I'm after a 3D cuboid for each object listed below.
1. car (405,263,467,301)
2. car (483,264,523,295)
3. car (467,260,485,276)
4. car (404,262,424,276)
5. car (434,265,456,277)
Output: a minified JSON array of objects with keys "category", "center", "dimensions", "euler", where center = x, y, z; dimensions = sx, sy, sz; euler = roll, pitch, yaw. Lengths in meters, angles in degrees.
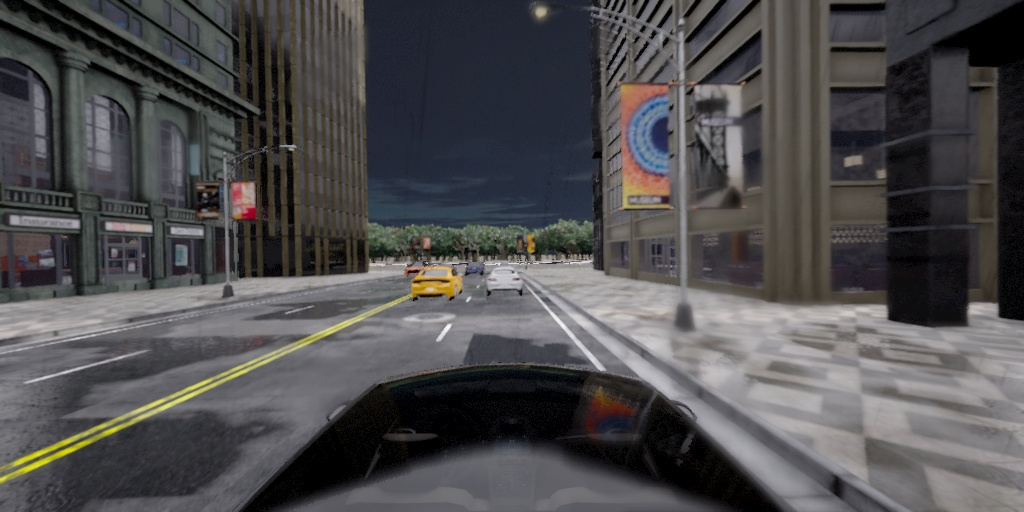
[{"category":"car","center":[-3.602,1.290,17.937],"dimensions":[1.882,1.535,5.008],"euler":[-1,0,-2]},{"category":"car","center":[-0.422,1.288,19.744],"dimensions":[1.812,1.442,4.674],"euler":[-1,0,-2]},{"category":"car","center":[-4.434,1.425,43.527],"dimensions":[2.097,1.767,4.553],"euler":[-1,-1,-2]},{"category":"car","center":[-11.064,1.517,41.937],"dimensions":[2.097,1.767,4.553],"euler":[-1,-1,-2]},{"category":"car","center":[-7.818,1.714,42.197],"dimensions":[1.895,1.301,4.718],"euler":[-1,-1,-2]}]
